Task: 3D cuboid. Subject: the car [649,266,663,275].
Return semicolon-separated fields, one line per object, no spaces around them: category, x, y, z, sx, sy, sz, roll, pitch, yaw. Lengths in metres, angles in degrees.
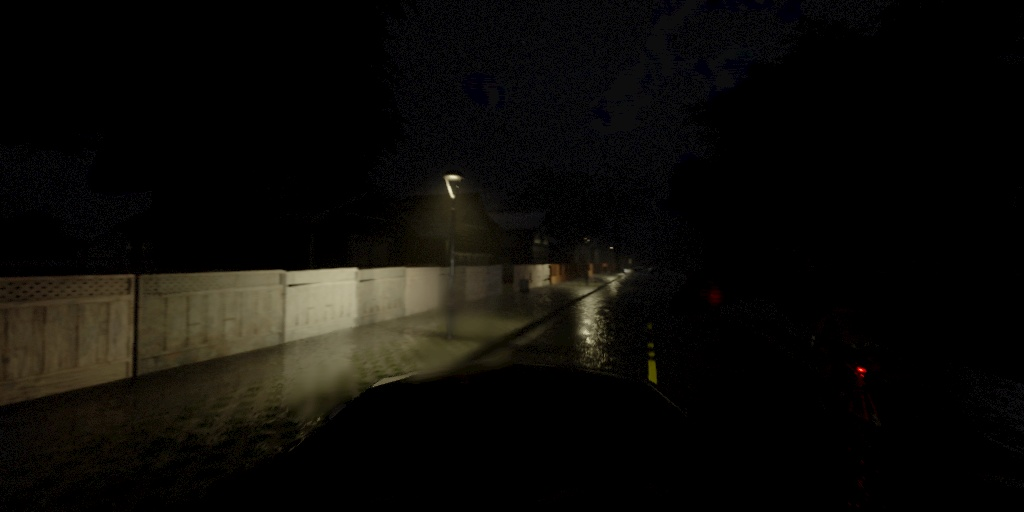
car;22.901;2.269;56.888;2.128;1.511;4.902;0;-1;20

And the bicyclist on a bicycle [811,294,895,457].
bicyclist on a bicycle;3.964;1.282;4.226;0.582;1.620;1.656;0;-1;20

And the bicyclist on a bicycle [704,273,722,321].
bicyclist on a bicycle;7.108;1.430;12.659;0.582;1.620;1.656;0;-1;20
